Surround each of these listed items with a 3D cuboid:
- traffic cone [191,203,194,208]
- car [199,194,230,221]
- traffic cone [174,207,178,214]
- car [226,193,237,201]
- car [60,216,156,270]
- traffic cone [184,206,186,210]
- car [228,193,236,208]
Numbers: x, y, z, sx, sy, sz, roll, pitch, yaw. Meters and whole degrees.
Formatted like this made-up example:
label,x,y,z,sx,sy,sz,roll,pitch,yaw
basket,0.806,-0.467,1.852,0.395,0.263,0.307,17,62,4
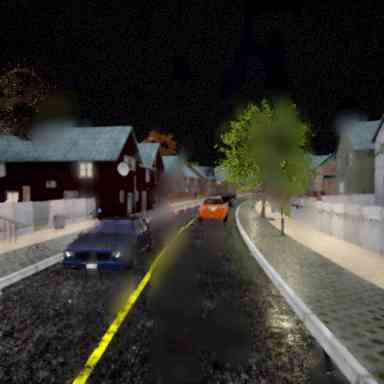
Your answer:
label,x,y,z,sx,sy,sz,roll,pitch,yaw
traffic cone,0.092,1.702,42.358,0.340,0.580,0.340,0,1,10
car,1.741,1.261,26.171,2.097,1.767,4.553,0,0,6
traffic cone,-1.517,1.803,32.384,0.340,0.580,0.340,0,1,8
car,8.038,0.932,67.814,2.033,1.411,5.357,0,1,8
car,-2.461,1.539,11.294,2.033,1.411,5.357,0,0,3
traffic cone,-0.764,1.753,37.381,0.340,0.580,0.340,0,1,9
car,4.498,1.254,43.987,1.812,1.442,4.674,0,1,11
